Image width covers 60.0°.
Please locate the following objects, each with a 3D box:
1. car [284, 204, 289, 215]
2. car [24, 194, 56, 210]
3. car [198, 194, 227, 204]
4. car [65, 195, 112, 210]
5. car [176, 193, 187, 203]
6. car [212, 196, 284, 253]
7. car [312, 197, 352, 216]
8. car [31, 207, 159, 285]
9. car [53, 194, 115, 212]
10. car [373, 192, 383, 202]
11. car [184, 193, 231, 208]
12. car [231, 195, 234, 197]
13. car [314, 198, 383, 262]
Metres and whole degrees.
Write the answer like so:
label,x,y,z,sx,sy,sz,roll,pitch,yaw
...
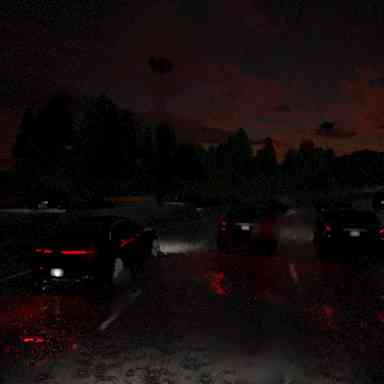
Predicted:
label,x,y,z,sx,sy,sz,roll,pitch,yaw
car,6.726,1.355,29.018,1.895,1.301,4.718,1,1,38
car,-14.951,0.994,34.711,1.837,1.490,4.892,1,1,32
car,3.188,1.022,51.071,1.895,1.301,4.718,1,1,44
car,-10.757,1.052,34.862,1.812,1.442,4.674,1,1,34
car,-0.409,0.894,52.403,1.837,1.490,4.892,1,1,45
car,2.497,1.251,13.670,2.097,1.767,4.553,1,1,17
car,13.023,1.290,30.788,1.837,1.490,4.892,1,1,43
car,-2.369,1.416,9.399,1.837,1.490,4.892,0,1,12
car,-9.397,1.142,30.122,2.033,1.411,5.357,1,1,30
car,19.523,0.998,32.627,2.150,2.045,5.566,1,2,45
car,1.960,1.145,39.615,2.033,1.411,5.357,1,1,42
car,5.060,1.042,47.987,1.994,1.385,4.181,1,1,45
car,5.751,1.299,12.449,2.097,1.767,4.553,1,1,17
